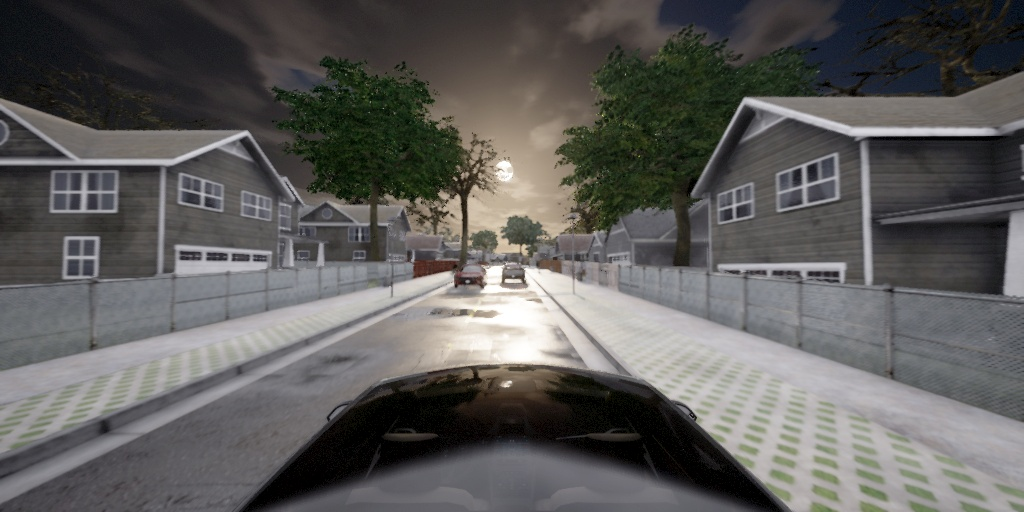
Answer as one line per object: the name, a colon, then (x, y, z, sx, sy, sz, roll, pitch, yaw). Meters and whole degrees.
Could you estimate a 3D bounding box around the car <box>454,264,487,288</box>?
car: (-2.746, 1.314, 24.605, 1.882, 1.535, 5.008, 0, 0, 0)

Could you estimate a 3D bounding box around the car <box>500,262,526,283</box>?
car: (0.104, 1.319, 29.028, 2.128, 1.511, 4.902, 0, 0, 0)
